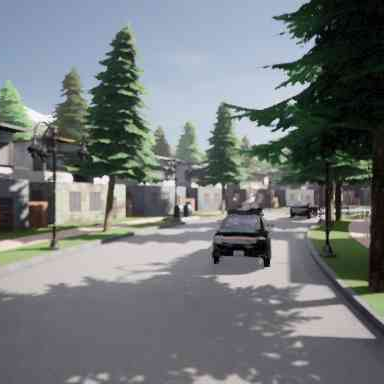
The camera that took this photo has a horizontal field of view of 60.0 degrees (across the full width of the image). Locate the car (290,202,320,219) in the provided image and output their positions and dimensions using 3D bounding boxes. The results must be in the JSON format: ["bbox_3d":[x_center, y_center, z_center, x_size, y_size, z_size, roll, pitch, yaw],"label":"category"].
[{"bbox_3d":[10.844,1.724,31.780,2.128,1.511,4.902,0,0,34],"label":"car"}]

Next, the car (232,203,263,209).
[{"bbox_3d":[4.652,1.675,28.893,1.882,1.535,5.008,0,-1,31],"label":"car"}]

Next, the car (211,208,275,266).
[{"bbox_3d":[1.907,1.574,12.018,2.128,1.511,4.902,0,0,13],"label":"car"}]
